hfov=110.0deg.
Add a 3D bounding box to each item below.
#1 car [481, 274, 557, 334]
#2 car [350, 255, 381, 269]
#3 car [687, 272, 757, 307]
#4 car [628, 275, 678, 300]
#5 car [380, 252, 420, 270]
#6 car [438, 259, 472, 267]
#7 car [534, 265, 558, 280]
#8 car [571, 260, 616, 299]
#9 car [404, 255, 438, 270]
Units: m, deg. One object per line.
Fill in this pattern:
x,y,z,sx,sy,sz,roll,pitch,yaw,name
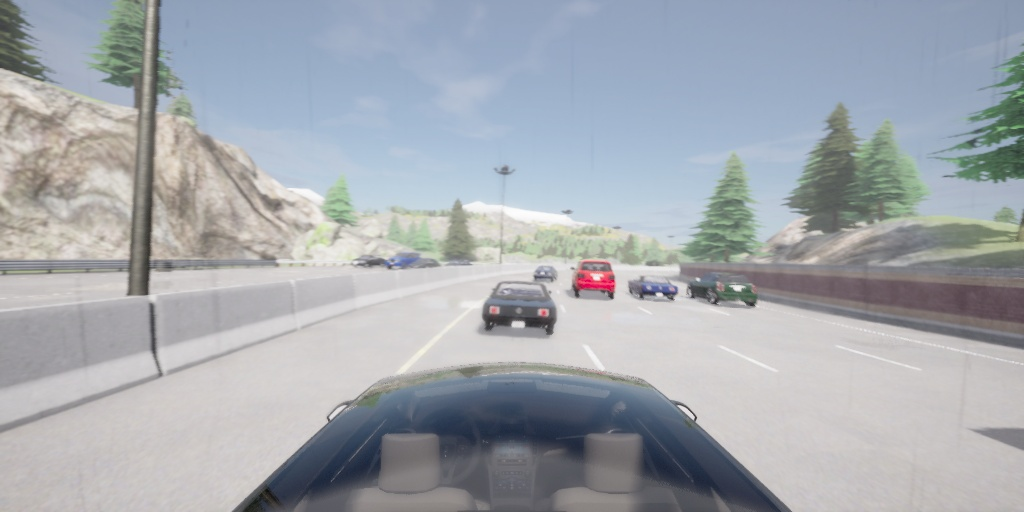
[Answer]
0.275,1.402,10.997,1.895,1.301,4.718,3,0,3,car
-16.570,0.641,41.532,2.128,1.511,4.902,3,0,13,car
11.674,1.720,20.255,2.097,1.767,4.553,3,0,7,car
8.266,1.816,21.516,1.895,1.301,4.718,3,0,7,car
-12.706,0.559,42.655,2.150,2.045,5.566,3,-1,14,car
-6.038,1.125,40.515,2.128,1.511,4.902,3,0,14,car
3.142,1.573,32.989,2.033,1.411,5.357,3,0,12,car
4.720,1.271,21.253,2.150,2.045,5.566,3,0,7,car
-9.682,0.970,40.291,1.837,1.490,4.892,3,-1,13,car
